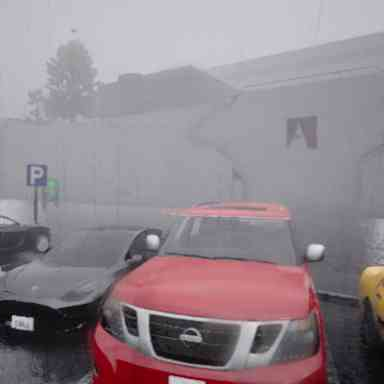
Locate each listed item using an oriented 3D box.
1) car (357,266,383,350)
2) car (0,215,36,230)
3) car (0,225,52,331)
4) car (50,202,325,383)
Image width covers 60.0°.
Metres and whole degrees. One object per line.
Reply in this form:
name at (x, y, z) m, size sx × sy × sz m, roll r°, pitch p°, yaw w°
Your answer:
car at (3.095, 1.487, 3.377) m, size 1.946 × 1.575 × 5.366 m, roll 1°, pitch 0°, yaw 16°
car at (-6.635, 1.404, 10.523) m, size 2.097 × 1.535 × 5.008 m, roll 0°, pitch 0°, yaw 16°
car at (-1.749, 1.474, 7.014) m, size 2.163 × 1.488 × 4.792 m, roll 1°, pitch 0°, yaw 15°
car at (0.701, 1.217, 5.273) m, size 2.435 × 2.045 × 5.566 m, roll 1°, pitch 0°, yaw 15°
